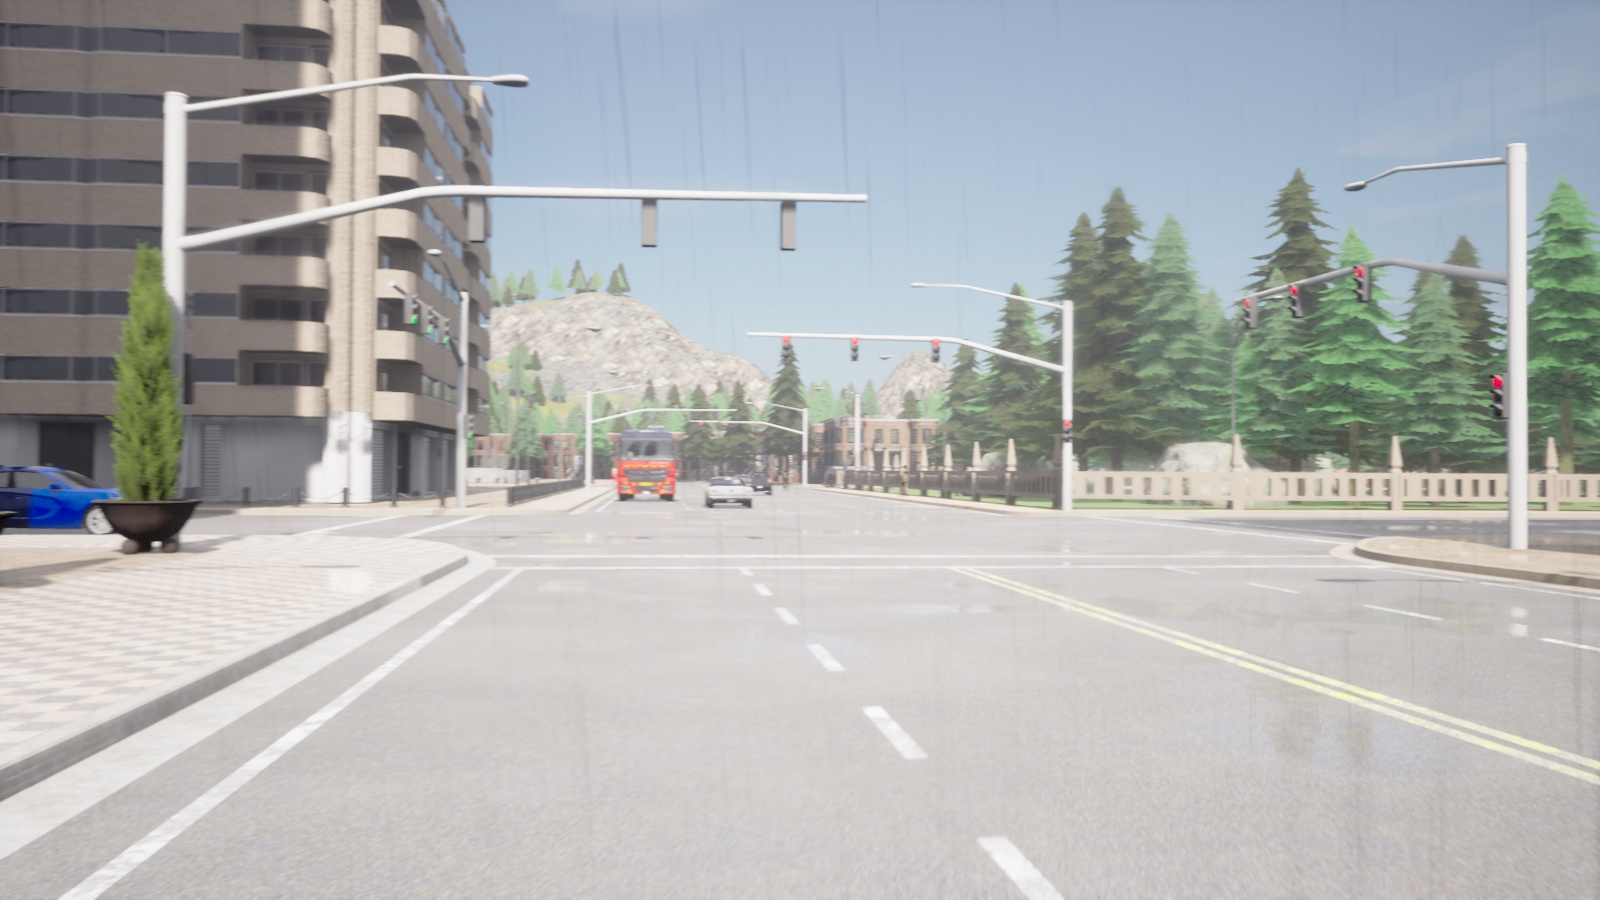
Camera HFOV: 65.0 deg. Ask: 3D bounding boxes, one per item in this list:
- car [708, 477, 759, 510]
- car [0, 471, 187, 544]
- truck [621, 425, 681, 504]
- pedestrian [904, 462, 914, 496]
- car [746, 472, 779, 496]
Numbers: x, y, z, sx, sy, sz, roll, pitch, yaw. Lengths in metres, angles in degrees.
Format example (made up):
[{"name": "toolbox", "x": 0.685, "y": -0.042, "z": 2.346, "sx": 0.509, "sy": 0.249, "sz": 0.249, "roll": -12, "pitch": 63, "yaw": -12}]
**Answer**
[{"name": "car", "x": -2.874, "y": 1.821, "z": 53.699, "sx": 1.895, "sy": 1.301, "sz": 4.718, "roll": 0, "pitch": -1, "yaw": -7}, {"name": "car", "x": -16.503, "y": 1.241, "z": 27.688, "sx": 5.008, "sy": 1.535, "sz": 1.882, "roll": 0, "pitch": -1, "yaw": -6}, {"name": "truck", "x": -7.710, "y": 0.761, "z": 65.258, "sx": 2.891, "sy": 3.827, "sz": 8.468, "roll": 0, "pitch": -1, "yaw": -6}, {"name": "pedestrian", "x": 6.170, "y": 1.646, "z": 70.981, "sx": 0.396, "sy": 1.930, "sz": 0.692, "roll": 0, "pitch": -1, "yaw": -8}, {"name": "car", "x": -2.461, "y": 2.192, "z": 81.086, "sx": 1.845, "sy": 1.501, "sz": 3.633, "roll": 0, "pitch": -1, "yaw": -6}]
